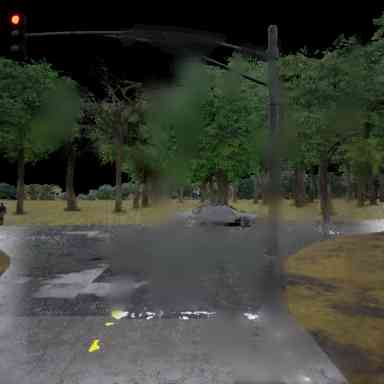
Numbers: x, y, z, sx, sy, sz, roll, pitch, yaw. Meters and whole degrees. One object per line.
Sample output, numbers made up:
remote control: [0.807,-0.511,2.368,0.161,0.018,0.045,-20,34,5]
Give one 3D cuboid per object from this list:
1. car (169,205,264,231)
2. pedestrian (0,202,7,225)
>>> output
car: [1.358,1.435,19.232,5.357,1.411,2.033,-1,-2,0]
pedestrian: [-15.243,1.718,26.758,0.375,1.860,0.375,0,-1,0]
